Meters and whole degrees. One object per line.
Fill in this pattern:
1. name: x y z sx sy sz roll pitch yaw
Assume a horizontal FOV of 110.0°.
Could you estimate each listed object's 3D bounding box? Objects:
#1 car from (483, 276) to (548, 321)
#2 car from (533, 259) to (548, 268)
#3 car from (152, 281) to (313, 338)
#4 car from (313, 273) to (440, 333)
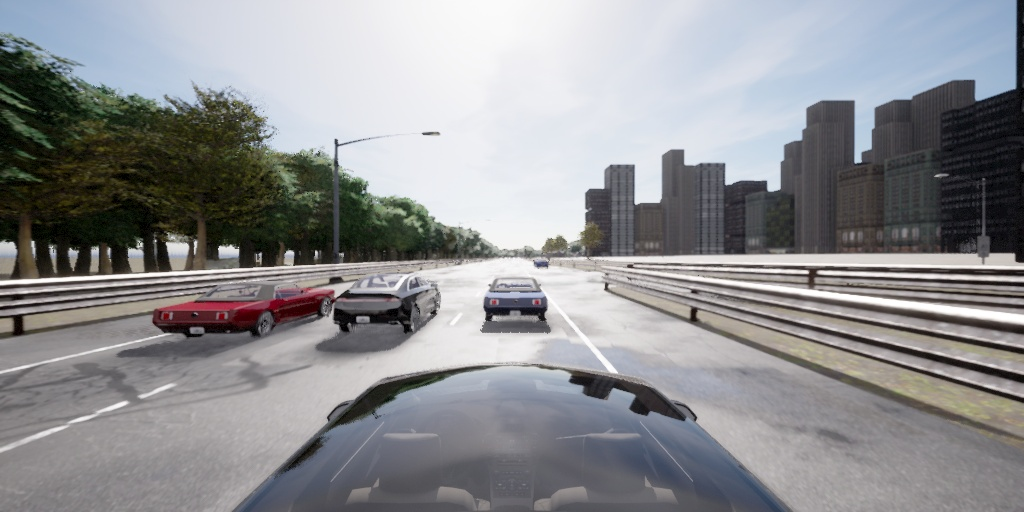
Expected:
1. car: 0.100 1.340 12.409 1.895 1.301 4.718 0 0 0
2. car: 4.793 1.253 60.252 1.882 1.535 5.008 0 0 -6
3. car: -6.901 1.343 10.087 1.895 1.301 4.718 0 0 0
4. car: -3.403 1.233 10.612 2.128 1.511 4.902 0 0 0
